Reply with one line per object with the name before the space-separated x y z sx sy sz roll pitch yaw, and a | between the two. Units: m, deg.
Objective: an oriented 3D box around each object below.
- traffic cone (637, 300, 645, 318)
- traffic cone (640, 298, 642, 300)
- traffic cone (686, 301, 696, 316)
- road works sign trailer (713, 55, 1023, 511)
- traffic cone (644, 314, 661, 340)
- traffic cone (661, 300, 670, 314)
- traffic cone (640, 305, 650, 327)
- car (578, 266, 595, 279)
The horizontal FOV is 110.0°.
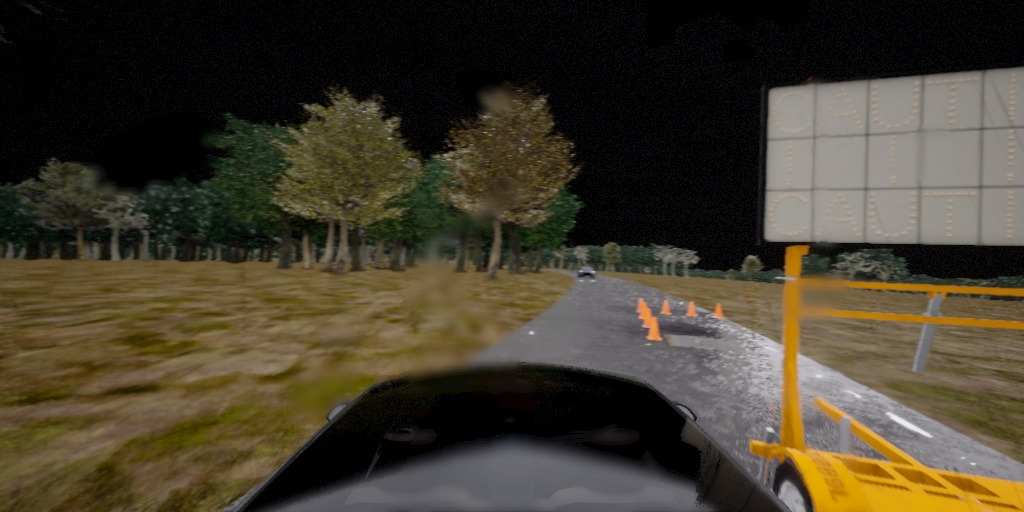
traffic cone | 5.038 2.076 13.682 0.340 0.580 0.340 0 0 17
traffic cone | 5.608 2.126 15.598 0.340 0.580 0.340 0 0 17
traffic cone | 7.523 2.194 15.026 0.340 0.580 0.340 0 0 17
road works sign trailer | 3.118 0.356 2.779 2.380 3.560 2.880 0 0 17
traffic cone | 3.896 1.977 9.850 0.340 0.580 0.340 0 0 17
traffic cone | 6.566 2.160 15.312 0.340 0.580 0.340 0 0 17
traffic cone | 4.467 2.026 11.766 0.340 0.580 0.340 0 0 17
car | 10.398 2.207 50.273 2.097 1.767 4.553 2 -1 7
